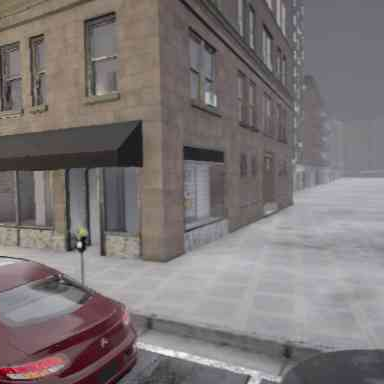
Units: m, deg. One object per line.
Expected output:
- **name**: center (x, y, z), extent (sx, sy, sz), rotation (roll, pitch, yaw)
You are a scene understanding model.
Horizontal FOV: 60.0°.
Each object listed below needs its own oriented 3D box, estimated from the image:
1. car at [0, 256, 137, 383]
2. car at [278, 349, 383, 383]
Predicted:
- **car**: center (-2.608, 1.451, 3.876), extent (4.206, 1.307, 1.802), rotation (0, 3, 26)
- **car**: center (2.469, 1.419, 1.352), extent (4.403, 1.369, 2.008), rotation (0, 3, 26)
